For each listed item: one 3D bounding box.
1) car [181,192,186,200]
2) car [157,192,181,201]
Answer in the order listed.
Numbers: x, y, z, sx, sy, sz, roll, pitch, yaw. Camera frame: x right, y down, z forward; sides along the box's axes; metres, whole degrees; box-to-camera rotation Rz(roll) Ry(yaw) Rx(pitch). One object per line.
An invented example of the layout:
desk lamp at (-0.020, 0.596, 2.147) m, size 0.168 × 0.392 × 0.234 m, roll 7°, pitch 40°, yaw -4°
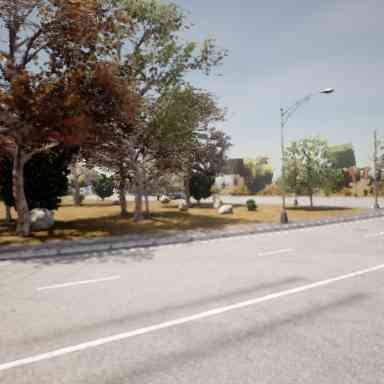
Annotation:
car at (-2.297, 0.838, 68.592) m, size 2.128 × 1.511 × 4.902 m, roll -3°, pitch 1°, yaw -39°
car at (-5.024, 0.975, 66.403) m, size 2.128 × 1.511 × 4.902 m, roll -3°, pitch 1°, yaw -39°
